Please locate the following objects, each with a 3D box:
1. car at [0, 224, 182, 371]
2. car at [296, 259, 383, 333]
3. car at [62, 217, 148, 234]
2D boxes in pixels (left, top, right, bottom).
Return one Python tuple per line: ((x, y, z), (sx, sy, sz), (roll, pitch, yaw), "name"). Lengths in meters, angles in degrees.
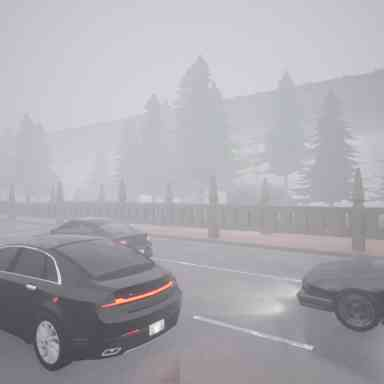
((-2.428, 1.505, 5.721), (4.892, 1.490, 1.837), (0, 0, 35), "car")
((4.492, 1.547, 5.087), (5.357, 1.411, 2.033), (0, 0, 35), "car")
((-3.320, 1.526, 10.651), (4.674, 1.442, 1.812), (0, 0, 35), "car")
